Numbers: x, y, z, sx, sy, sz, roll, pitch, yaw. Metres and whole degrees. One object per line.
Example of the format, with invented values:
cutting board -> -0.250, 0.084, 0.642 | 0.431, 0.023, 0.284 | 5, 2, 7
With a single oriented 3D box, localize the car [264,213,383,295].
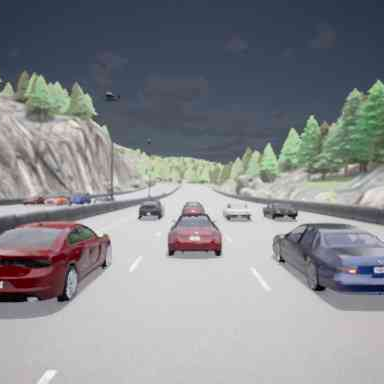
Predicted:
car -> 3.601, 1.529, 8.839 | 2.033, 1.411, 5.357 | 0, 0, 0

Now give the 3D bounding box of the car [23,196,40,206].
car -> -24.543, 1.370, 52.068 | 1.882, 1.535, 5.008 | 0, 0, 0

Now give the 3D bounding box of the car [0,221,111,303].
car -> -3.401, 1.460, 8.265 | 1.882, 1.535, 5.008 | 0, 0, 0

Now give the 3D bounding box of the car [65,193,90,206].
car -> -17.543, 1.113, 52.425 | 2.150, 2.045, 5.566 | 0, 0, 1

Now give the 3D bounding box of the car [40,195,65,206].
car -> -21.048, 1.246, 51.572 | 2.097, 1.767, 4.553 | 0, 0, 0

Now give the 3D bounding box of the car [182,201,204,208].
car -> 0.104, 1.504, 28.952 | 1.994, 1.385, 4.181 | 0, 0, 0

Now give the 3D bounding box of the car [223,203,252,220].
car -> 3.605, 1.544, 27.354 | 1.895, 1.301, 4.718 | 0, 0, 0

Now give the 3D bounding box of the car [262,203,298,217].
car -> 7.105, 1.544, 27.344 | 1.895, 1.301, 4.718 | 0, 0, 0

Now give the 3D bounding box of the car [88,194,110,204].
car -> -14.049, 1.384, 52.121 | 2.128, 1.511, 4.902 | 0, 0, 0

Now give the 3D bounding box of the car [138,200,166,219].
car -> -3.397, 1.446, 28.527 | 1.837, 1.490, 4.892 | 0, 0, 0

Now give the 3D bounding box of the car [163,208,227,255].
car -> 0.101, 1.536, 13.285 | 1.994, 1.385, 4.181 | 0, 0, 0
